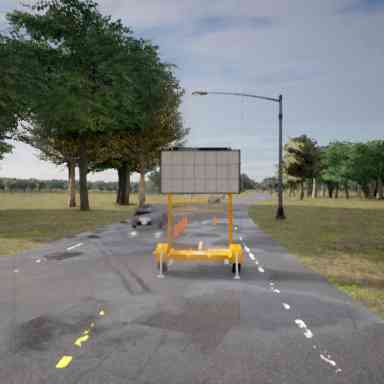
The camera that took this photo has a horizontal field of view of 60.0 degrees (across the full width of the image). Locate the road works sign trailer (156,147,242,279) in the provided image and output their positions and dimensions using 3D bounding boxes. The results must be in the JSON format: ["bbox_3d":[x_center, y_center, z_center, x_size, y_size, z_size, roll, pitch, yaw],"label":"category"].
[{"bbox_3d":[0.248,0.463,10.076,2.380,3.560,2.880,0,0,3],"label":"road works sign trailer"}]

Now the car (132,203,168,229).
[{"bbox_3d":[-2.512,1.493,21.480,2.128,1.511,4.902,0,0,5],"label":"car"}]

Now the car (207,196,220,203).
[{"bbox_3d":[4.028,1.522,61.358,2.128,1.511,4.902,0,0,14],"label":"car"}]
